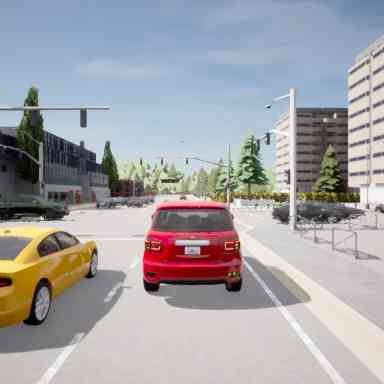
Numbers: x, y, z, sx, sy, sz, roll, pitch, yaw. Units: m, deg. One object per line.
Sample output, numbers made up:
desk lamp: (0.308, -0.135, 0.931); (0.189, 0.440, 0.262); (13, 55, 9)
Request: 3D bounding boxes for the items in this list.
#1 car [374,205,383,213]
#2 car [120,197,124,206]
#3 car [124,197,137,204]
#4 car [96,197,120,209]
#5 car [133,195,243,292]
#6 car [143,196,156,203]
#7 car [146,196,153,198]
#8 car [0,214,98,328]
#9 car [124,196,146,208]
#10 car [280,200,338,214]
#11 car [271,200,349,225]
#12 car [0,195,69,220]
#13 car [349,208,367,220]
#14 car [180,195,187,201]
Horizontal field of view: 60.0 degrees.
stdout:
car: (22.168, 1.547, 34.861); (5.357, 1.411, 2.033); (0, 0, -2)
car: (-12.061, 1.547, 56.088); (2.033, 1.411, 5.357); (0, 0, -1)
car: (-12.284, 1.601, 66.374); (1.895, 1.301, 4.718); (0, 0, -1)
car: (-11.792, 1.491, 45.836); (2.128, 1.511, 4.902); (0, 0, -2)
car: (0.017, 1.221, 9.089); (2.150, 2.045, 5.566); (0, 0, 0)
car: (-8.859, 1.539, 69.831); (2.033, 1.411, 5.357); (0, 0, -2)
car: (-8.646, 1.491, 59.467); (2.128, 1.511, 4.902); (0, 0, -1)
car: (-3.478, 1.478, 7.101); (1.882, 1.535, 5.008); (0, 0, 0)
car: (-8.388, 1.505, 49.256); (1.837, 1.490, 4.892); (0, 0, -2)
car: (12.085, 1.547, 34.557); (5.357, 1.411, 2.033); (0, 0, -2)
car: (8.147, 1.505, 23.700); (4.892, 1.490, 1.837); (0, 0, -2)
car: (-12.606, 1.224, 25.976); (5.566, 2.045, 2.150); (0, 0, -3)
car: (11.305, 1.547, 27.324); (5.357, 1.411, 2.033); (0, 0, -2)
car: (-2.333, 1.524, 87.170); (1.812, 1.442, 4.674); (0, 0, -2)
